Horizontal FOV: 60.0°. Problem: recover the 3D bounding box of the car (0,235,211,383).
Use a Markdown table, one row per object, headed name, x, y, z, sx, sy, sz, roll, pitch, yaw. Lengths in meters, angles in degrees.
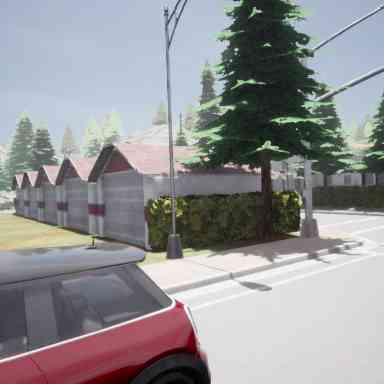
| name | x | y | z | sx | sy | sz | roll | pitch | yaw |
| --- | --- | --- | --- | --- | --- | --- | --- | --- | --- |
| car | -2.108 | 1.355 | 2.491 | 4.553 | 1.767 | 2.097 | -2 | 1 | -36 |
